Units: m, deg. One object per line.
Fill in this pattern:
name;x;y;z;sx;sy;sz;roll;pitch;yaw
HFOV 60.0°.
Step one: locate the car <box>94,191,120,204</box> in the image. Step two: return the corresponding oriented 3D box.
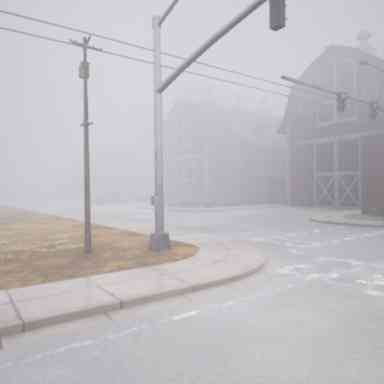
car;-12.964;0.814;51.183;3.866;1.878;1.905;-2;6;11
